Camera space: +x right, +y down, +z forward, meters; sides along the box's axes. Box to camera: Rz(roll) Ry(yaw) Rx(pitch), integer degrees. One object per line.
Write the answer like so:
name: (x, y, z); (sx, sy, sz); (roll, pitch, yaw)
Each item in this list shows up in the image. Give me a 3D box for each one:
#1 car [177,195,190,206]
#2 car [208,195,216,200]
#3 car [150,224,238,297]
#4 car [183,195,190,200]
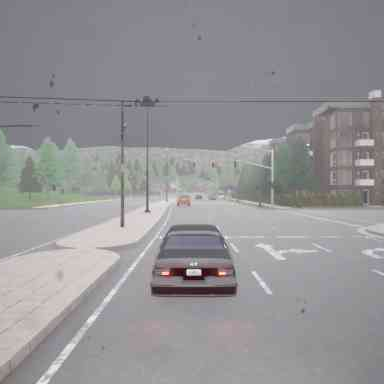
car: (-1.364, 1.351, 54.470); (2.097, 1.767, 4.553); (0, 0, -1)
car: (5.454, 1.538, 91.214); (2.033, 1.411, 5.357); (0, 0, 0)
car: (0.042, 1.547, 8.725); (2.033, 1.411, 5.357); (0, 0, 0)
car: (-1.556, 1.523, 95.473); (1.812, 1.442, 4.674); (0, 0, 0)
